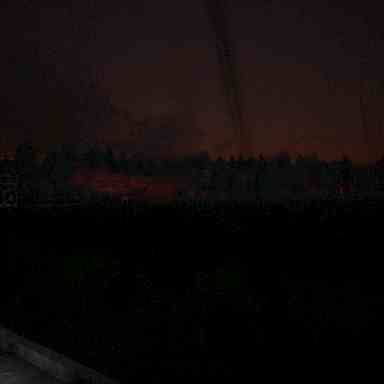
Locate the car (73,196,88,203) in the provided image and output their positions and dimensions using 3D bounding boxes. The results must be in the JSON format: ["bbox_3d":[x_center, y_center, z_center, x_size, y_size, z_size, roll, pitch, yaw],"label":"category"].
[{"bbox_3d":[-25.689,1.760,79.635,2.097,1.767,4.553,0,0,10],"label":"car"}]

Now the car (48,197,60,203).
[{"bbox_3d":[-32.669,1.975,80.367,2.128,1.511,4.902,0,0,10],"label":"car"}]

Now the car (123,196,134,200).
[{"bbox_3d":[-17.035,1.721,88.120,1.882,1.535,5.008,0,0,10],"label":"car"}]

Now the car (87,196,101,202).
[{"bbox_3d":[-22.258,1.989,78.931,1.895,1.301,4.718,0,0,10],"label":"car"}]

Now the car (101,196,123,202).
[{"bbox_3d":[-18.802,1.722,78.385,2.097,1.767,4.553,0,0,10],"label":"car"}]

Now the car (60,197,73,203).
[{"bbox_3d":[-29.151,1.985,80.152,1.994,1.385,4.181,0,0,10],"label":"car"}]

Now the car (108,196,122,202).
[{"bbox_3d":[-20.478,1.762,88.745,1.837,1.490,4.892,0,0,10],"label":"car"}]

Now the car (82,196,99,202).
[{"bbox_3d":[-27.365,1.840,89.995,2.033,1.411,5.357,0,0,10],"label":"car"}]

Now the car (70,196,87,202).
[{"bbox_3d":[-30.809,1.859,90.620,2.033,1.411,5.357,0,0,10],"label":"car"}]

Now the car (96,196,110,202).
[{"bbox_3d":[-23.922,1.781,89.370,1.837,1.490,4.892,0,0,10],"label":"car"}]
